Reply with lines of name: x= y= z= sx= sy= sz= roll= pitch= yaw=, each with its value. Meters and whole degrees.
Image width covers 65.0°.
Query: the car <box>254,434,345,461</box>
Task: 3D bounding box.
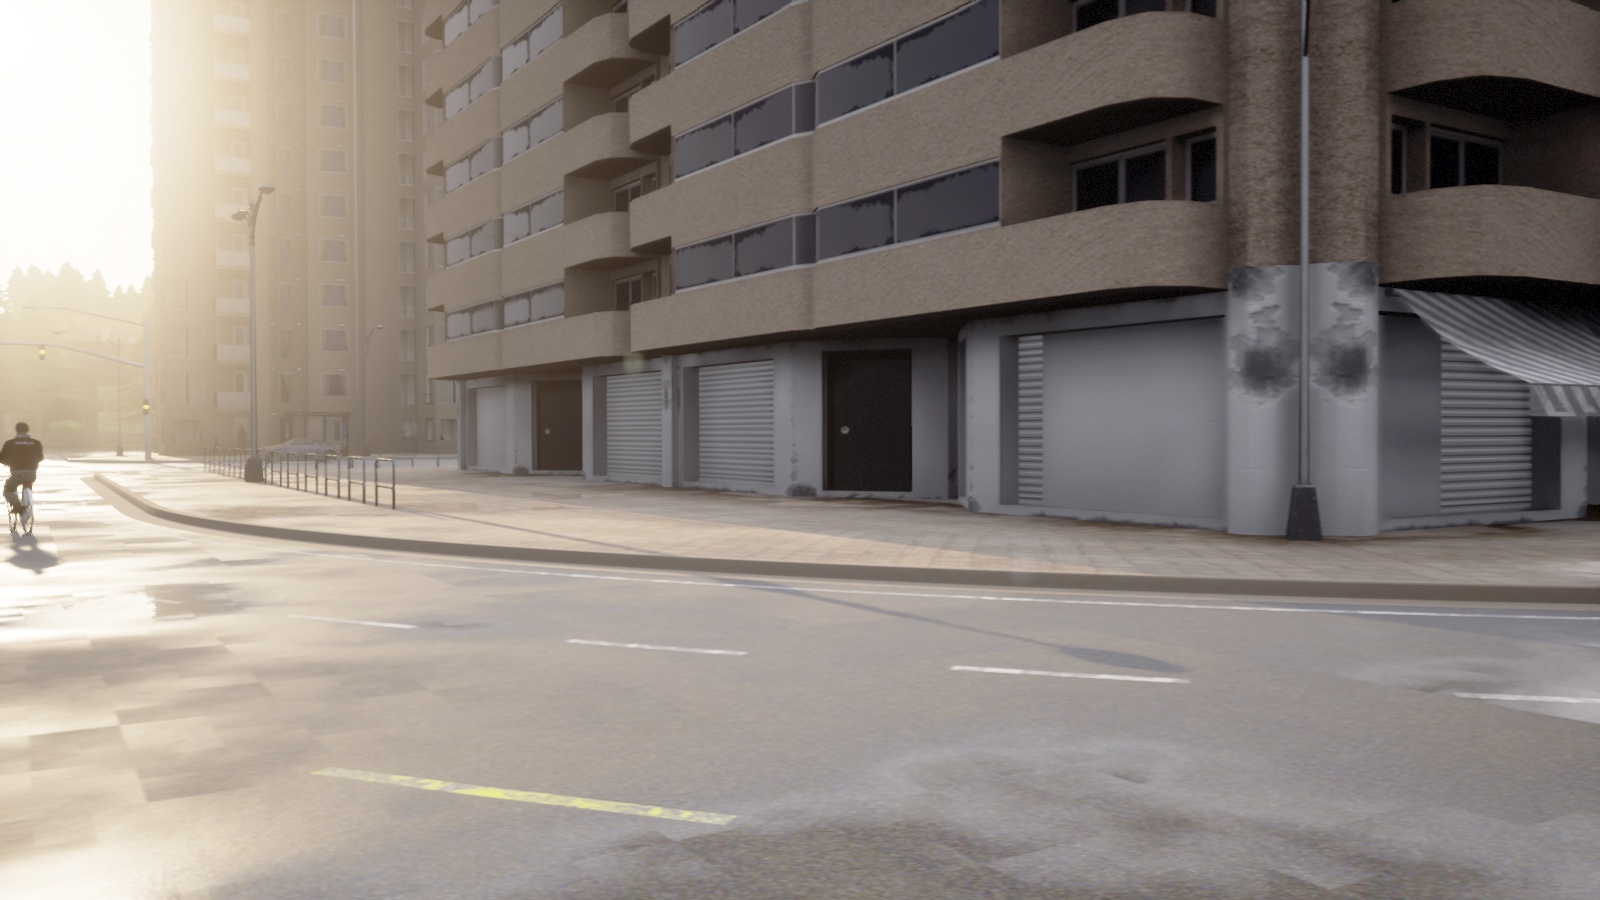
car: x=-26.610 y=-0.174 z=66.801 sx=4.181 sy=1.385 sz=1.994 roll=0 pitch=1 yaw=-32

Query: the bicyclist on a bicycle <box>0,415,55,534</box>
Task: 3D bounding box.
bicyclist on a bicycle: x=-12.239 y=0.350 z=19.633 sx=0.659 sy=1.776 sz=1.843 roll=0 pitch=1 yaw=-42
